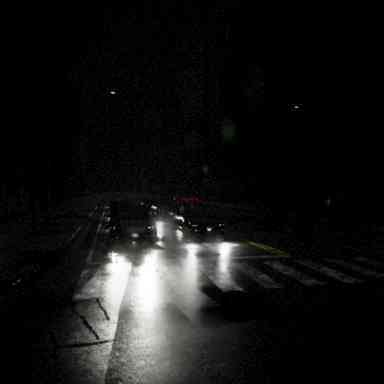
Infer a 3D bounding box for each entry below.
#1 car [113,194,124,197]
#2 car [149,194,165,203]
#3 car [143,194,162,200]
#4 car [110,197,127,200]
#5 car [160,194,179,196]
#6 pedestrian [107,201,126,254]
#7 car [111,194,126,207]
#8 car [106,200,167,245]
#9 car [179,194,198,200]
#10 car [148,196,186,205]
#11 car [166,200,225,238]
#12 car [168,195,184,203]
[{"bbox_3d":[-7.409,1.205,34.219,1.812,1.442,4.674,1,0,-13],"label":"car"},{"bbox_3d":[-6.016,1.058,56.406,2.128,1.511,4.902,1,0,-14],"label":"car"},{"bbox_3d":[-4.517,1.250,36.072,2.033,1.411,5.357,1,0,-14],"label":"car"},{"bbox_3d":[-4.979,1.308,24.179,2.033,1.411,5.357,1,0,-14],"label":"car"},{"bbox_3d":[-3.659,1.199,46.924,2.033,1.411,5.357,1,0,-13],"label":"car"},{"bbox_3d":[-2.374,1.153,10.439,0.375,1.860,0.375,1,0,-14],"label":"pedestrian"},{"bbox_3d":[-9.816,1.098,44.317,1.837,1.490,4.892,1,0,-13],"label":"car"},{"bbox_3d":[-2.679,1.326,14.708,2.128,1.511,4.902,1,0,-14],"label":"car"},{"bbox_3d":[-0.495,1.036,47.609,2.097,1.767,4.553,1,0,-13],"label":"car"},{"bbox_3d":[-2.064,1.290,25.950,1.837,1.490,4.892,1,0,-14],"label":"car"},{"bbox_3d":[0.166,1.363,16.745,1.837,1.490,4.892,1,0,-14],"label":"car"},{"bbox_3d":[-2.866,1.200,57.203,1.895,1.301,4.718,1,0,-14],"label":"car"}]
